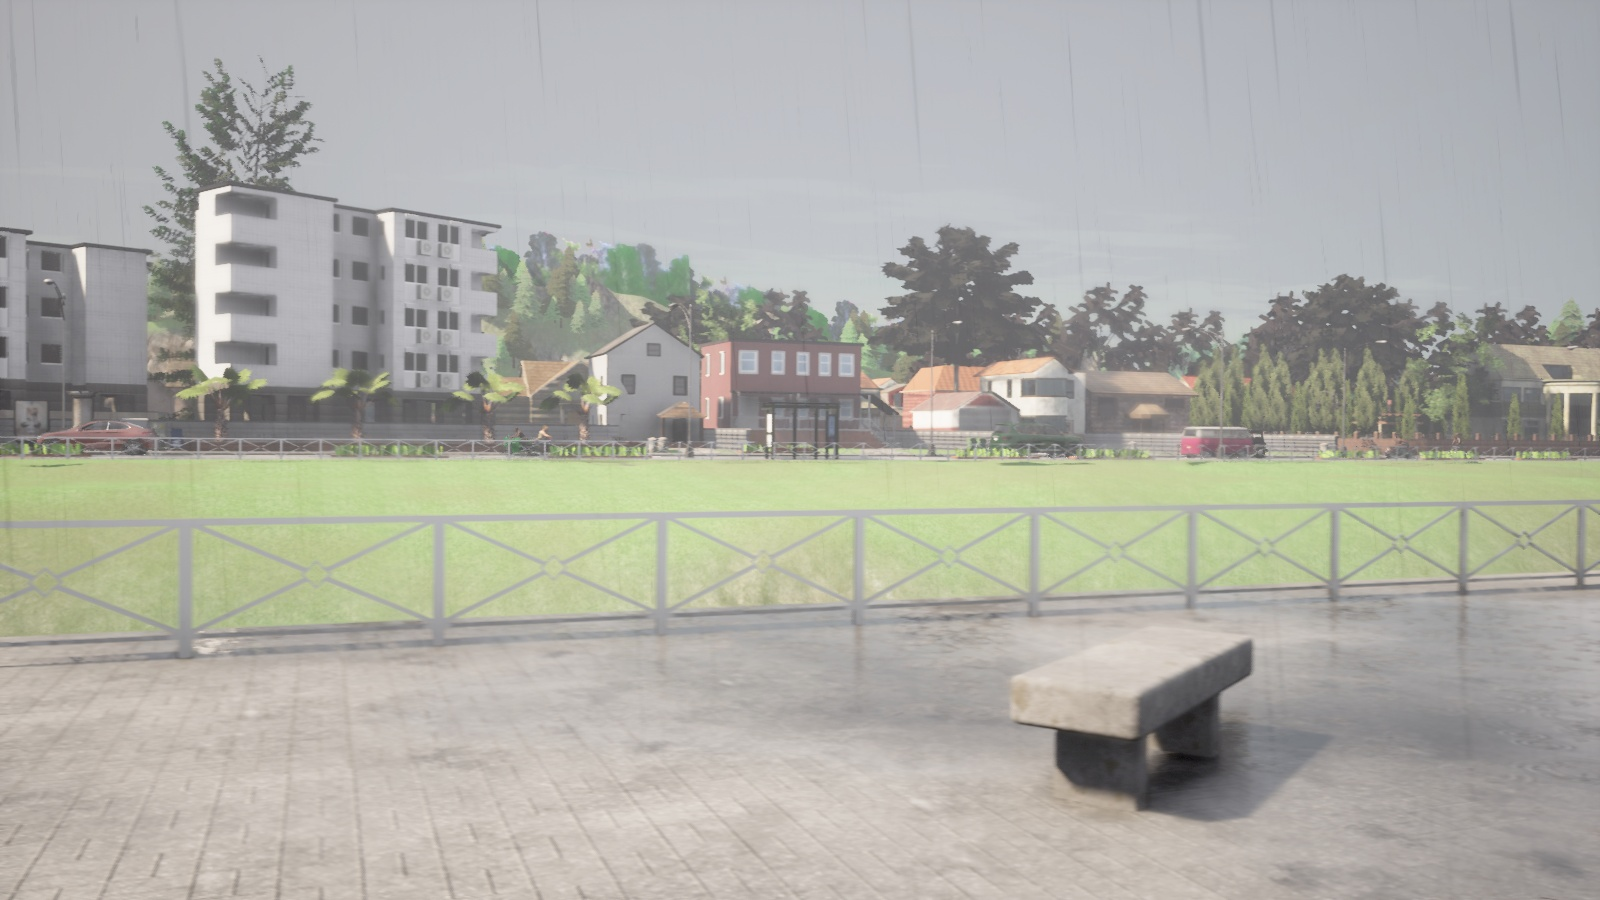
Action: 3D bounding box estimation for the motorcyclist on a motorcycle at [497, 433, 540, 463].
[{"bbox_3d":[-14.417,-0.110,64.308,2.044,1.523,0.797,-1,1,-21],"label":"motorcyclist on a motorcycle"}]

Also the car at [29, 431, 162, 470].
[{"bbox_3d":[-32.190,-0.012,57.563,5.027,1.651,2.152,-1,1,-21],"label":"car"}]

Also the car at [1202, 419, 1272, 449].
[{"bbox_3d":[27.959,-1.016,80.383,3.866,1.878,1.905,-1,1,-21],"label":"car"}]

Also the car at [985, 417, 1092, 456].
[{"bbox_3d":[13.394,-0.776,70.578,5.566,2.045,2.150,-1,1,-21],"label":"car"}]

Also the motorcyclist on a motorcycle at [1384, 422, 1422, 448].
[{"bbox_3d":[38.451,-0.970,80.087,2.350,1.649,0.766,-1,1,-21],"label":"motorcyclist on a motorcycle"}]

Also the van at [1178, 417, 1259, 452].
[{"bbox_3d":[25.002,-0.940,74.983,4.442,1.987,1.775,-1,1,-21],"label":"van"}]
